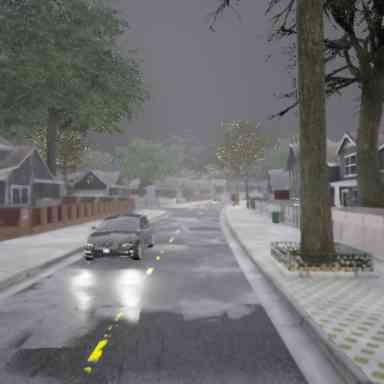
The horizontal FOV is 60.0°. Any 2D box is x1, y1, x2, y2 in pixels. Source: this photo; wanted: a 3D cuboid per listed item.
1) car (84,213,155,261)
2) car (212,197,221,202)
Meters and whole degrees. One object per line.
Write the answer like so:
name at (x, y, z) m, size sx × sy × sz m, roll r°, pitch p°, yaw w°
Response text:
car at (-2.598, 1.616, 12.825) m, size 1.837 × 1.490 × 4.892 m, roll 0°, pitch 0°, yaw 2°
car at (6.506, 1.951, 87.009) m, size 1.994 × 1.385 × 4.181 m, roll 0°, pitch 0°, yaw 12°
